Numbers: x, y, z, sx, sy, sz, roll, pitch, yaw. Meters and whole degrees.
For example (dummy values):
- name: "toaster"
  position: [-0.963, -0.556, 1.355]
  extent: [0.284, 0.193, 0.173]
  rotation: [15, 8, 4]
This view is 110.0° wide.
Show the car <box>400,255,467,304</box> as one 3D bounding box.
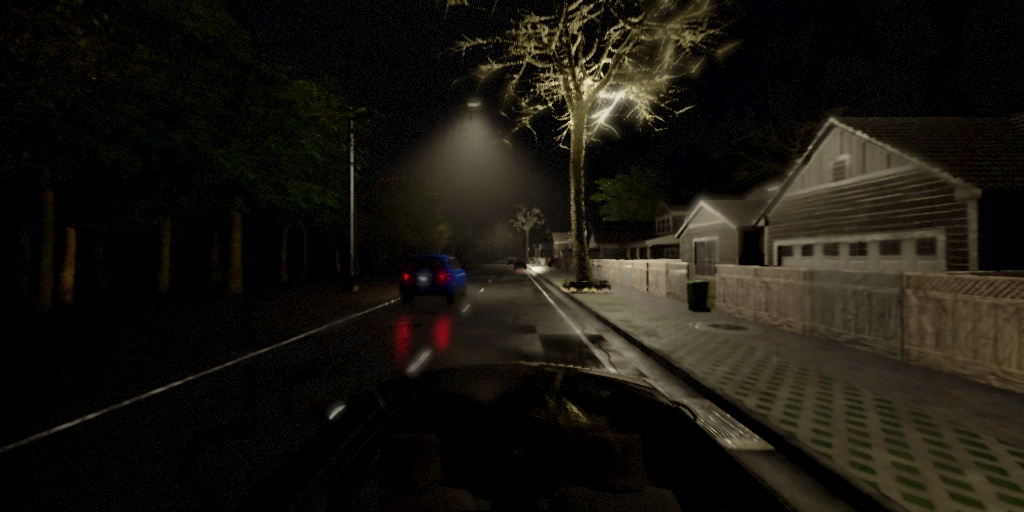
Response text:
- name: "car"
  position: [-3.396, 0.974, 16.426]
  extent: [2.150, 2.045, 5.566]
  rotation: [0, 0, 0]

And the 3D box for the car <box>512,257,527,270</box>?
- name: "car"
  position: [1.233, 1.289, 53.945]
  extent: [1.837, 1.490, 4.892]
  rotation: [0, 0, 0]
